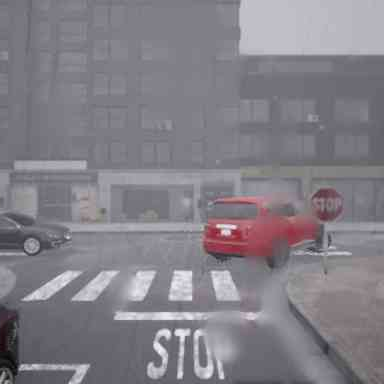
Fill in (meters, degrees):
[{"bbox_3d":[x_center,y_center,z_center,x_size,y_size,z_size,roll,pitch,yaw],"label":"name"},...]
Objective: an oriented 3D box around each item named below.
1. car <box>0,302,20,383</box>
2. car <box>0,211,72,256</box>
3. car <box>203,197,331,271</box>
[{"bbox_3d":[-2.639,1.559,1.794,1.947,1.339,4.313,0,0,0],"label":"car"},{"bbox_3d":[-7.011,1.474,12.397,4.892,1.490,1.837,0,0,0],"label":"car"},{"bbox_3d":[2.662,1.176,11.178,2.150,2.045,5.566,-2,-1,40],"label":"car"}]
